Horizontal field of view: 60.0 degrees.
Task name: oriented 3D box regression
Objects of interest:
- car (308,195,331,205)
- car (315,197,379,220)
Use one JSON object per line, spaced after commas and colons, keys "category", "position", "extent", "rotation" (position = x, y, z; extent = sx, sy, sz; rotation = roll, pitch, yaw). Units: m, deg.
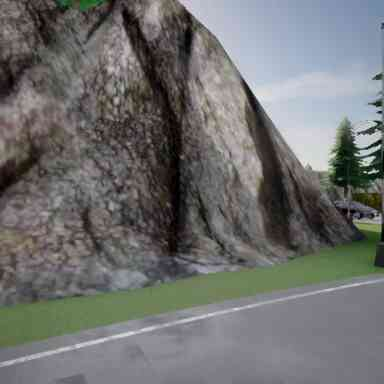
{"category": "car", "position": [21.557, 1.273, 55.800], "extent": [4.553, 1.767, 2.097], "rotation": [0, 0, -29]}
{"category": "car", "position": [13.459, 1.491, 28.497], "extent": [2.128, 1.511, 4.902], "rotation": [0, 0, -25]}
